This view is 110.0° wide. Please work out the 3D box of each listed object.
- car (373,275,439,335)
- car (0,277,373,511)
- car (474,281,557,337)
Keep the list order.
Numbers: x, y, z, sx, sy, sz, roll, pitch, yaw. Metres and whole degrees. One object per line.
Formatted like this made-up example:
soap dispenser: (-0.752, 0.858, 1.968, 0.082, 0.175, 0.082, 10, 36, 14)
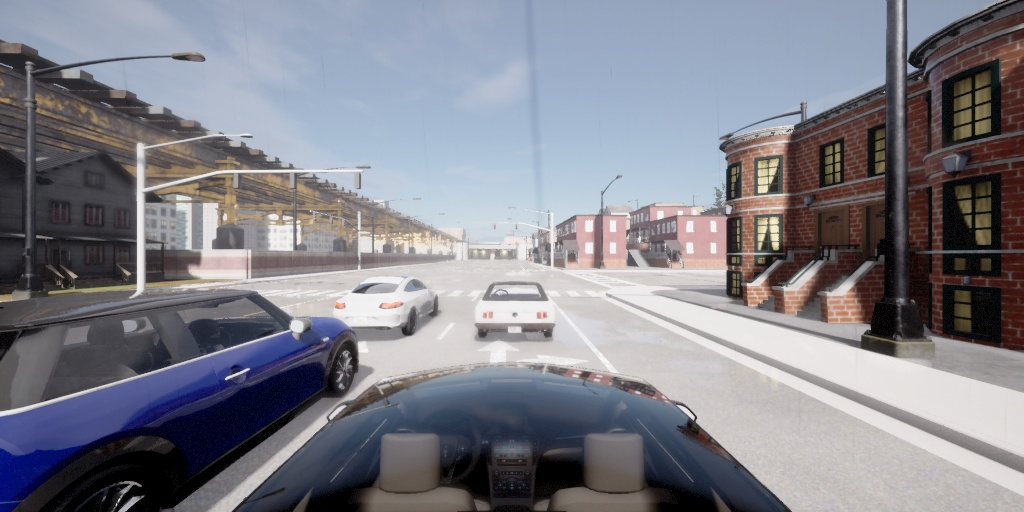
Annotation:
car: (-3.396, 1.276, 10.331, 1.812, 1.442, 4.674, 0, 0, 0)
car: (-3.399, 1.102, 3.688, 2.097, 1.767, 4.553, 0, 0, 0)
car: (0.106, 1.351, 10.223, 1.895, 1.301, 4.718, 0, 0, 1)
